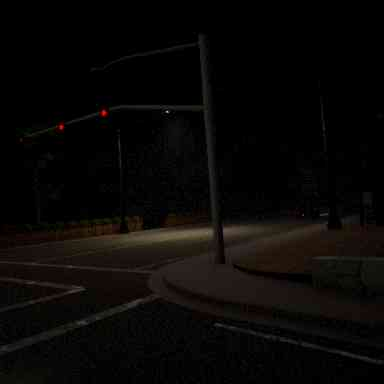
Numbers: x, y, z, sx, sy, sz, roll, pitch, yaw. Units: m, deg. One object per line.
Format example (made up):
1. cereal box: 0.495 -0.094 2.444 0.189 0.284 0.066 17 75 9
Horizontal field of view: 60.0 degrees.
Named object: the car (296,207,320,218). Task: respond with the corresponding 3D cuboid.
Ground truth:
1. car: 15.483 2.675 44.232 1.895 1.301 4.718 -6 -4 37
